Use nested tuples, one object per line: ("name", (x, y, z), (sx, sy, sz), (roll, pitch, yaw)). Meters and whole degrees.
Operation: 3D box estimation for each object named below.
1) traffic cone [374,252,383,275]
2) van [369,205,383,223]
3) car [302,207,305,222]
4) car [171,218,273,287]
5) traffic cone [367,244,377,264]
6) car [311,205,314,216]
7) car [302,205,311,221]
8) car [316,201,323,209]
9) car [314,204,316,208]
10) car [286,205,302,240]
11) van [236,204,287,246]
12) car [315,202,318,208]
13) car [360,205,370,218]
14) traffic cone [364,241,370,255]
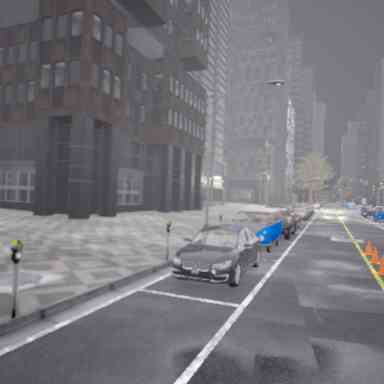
("traffic cone", (5.988, 2.279, 10.399), (0.340, 0.580, 0.340), (2, -1, 22))
("van", (21.365, 2.493, 37.212), (1.690, 1.788, 3.998), (2, 0, 22))
("car", (7.180, 2.050, 25.134), (1.887, 1.381, 4.507), (2, 0, 22))
("car", (0.903, 1.677, 9.796), (2.008, 1.369, 4.403), (2, 0, 22))
("traffic cone", (6.746, 2.325, 12.250), (0.340, 0.580, 0.340), (2, -1, 22))
("car", (13.457, 2.429, 40.471), (1.887, 1.381, 4.507), (2, 0, 22))
("car", (11.301, 2.280, 35.202), (1.752, 1.417, 4.829), (2, 0, 22))
("car", (32.018, 3.553, 85.777), (1.752, 1.417, 4.829), (2, -1, 22))
("car", (15.549, 2.556, 45.583), (1.887, 1.381, 4.507), (2, 0, 22))
("car", (5.097, 1.694, 20.023), (2.192, 1.841, 5.009), (2, 0, 22))
("van", (3.004, 1.594, 14.911), (1.690, 1.788, 3.998), (2, 0, 22))
("car", (17.641, 2.683, 50.696), (1.887, 1.381, 4.507), (2, 0, 22))
("car", (25.545, 2.951, 47.433), (1.887, 1.381, 4.507), (2, 0, 22))
("traffic cone", (7.503, 2.370, 14.100), (0.340, 0.580, 0.340), (2, -1, 22))
